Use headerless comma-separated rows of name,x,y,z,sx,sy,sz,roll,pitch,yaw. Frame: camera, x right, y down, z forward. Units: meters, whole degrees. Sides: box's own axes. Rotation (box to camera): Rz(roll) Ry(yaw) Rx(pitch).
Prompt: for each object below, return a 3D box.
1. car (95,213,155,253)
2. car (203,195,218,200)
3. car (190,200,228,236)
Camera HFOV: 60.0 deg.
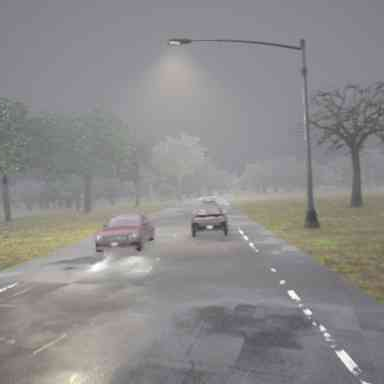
car,-2.802,1.683,14.764,1.812,1.442,4.674,-3,0,3
car,1.950,1.441,38.775,2.128,1.511,4.902,-3,0,3
car,0.948,1.463,18.314,2.128,1.511,4.902,-3,0,3
